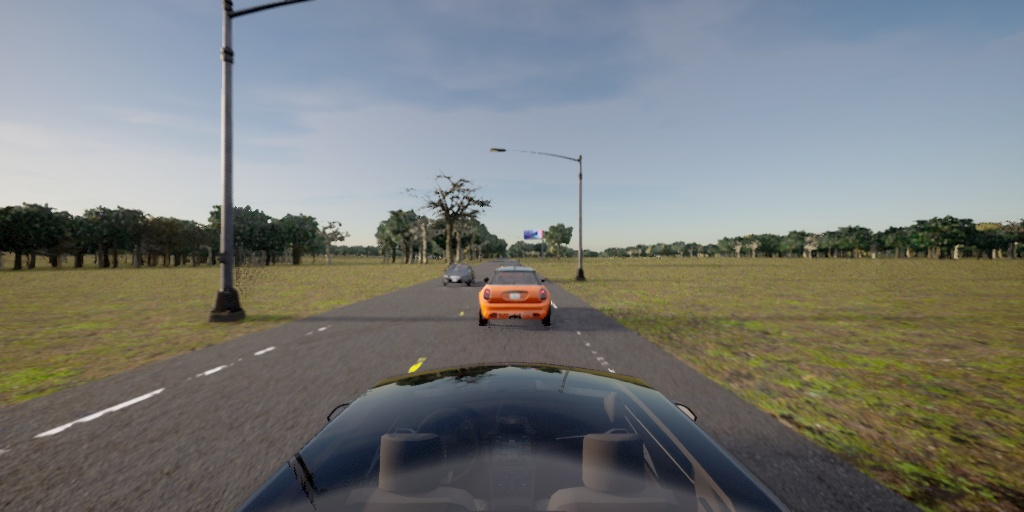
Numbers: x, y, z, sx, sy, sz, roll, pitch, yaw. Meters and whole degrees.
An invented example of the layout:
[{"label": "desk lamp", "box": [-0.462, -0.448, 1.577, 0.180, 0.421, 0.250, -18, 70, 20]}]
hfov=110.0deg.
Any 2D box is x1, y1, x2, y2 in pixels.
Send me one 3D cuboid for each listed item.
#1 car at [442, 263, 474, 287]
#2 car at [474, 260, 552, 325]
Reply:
[{"label": "car", "box": [-3.654, 1.290, 25.416, 2.128, 1.511, 4.902, 0, 0, 0]}, {"label": "car", "box": [0.077, 1.139, 12.064, 2.097, 1.767, 4.553, 0, 0, 0]}]
